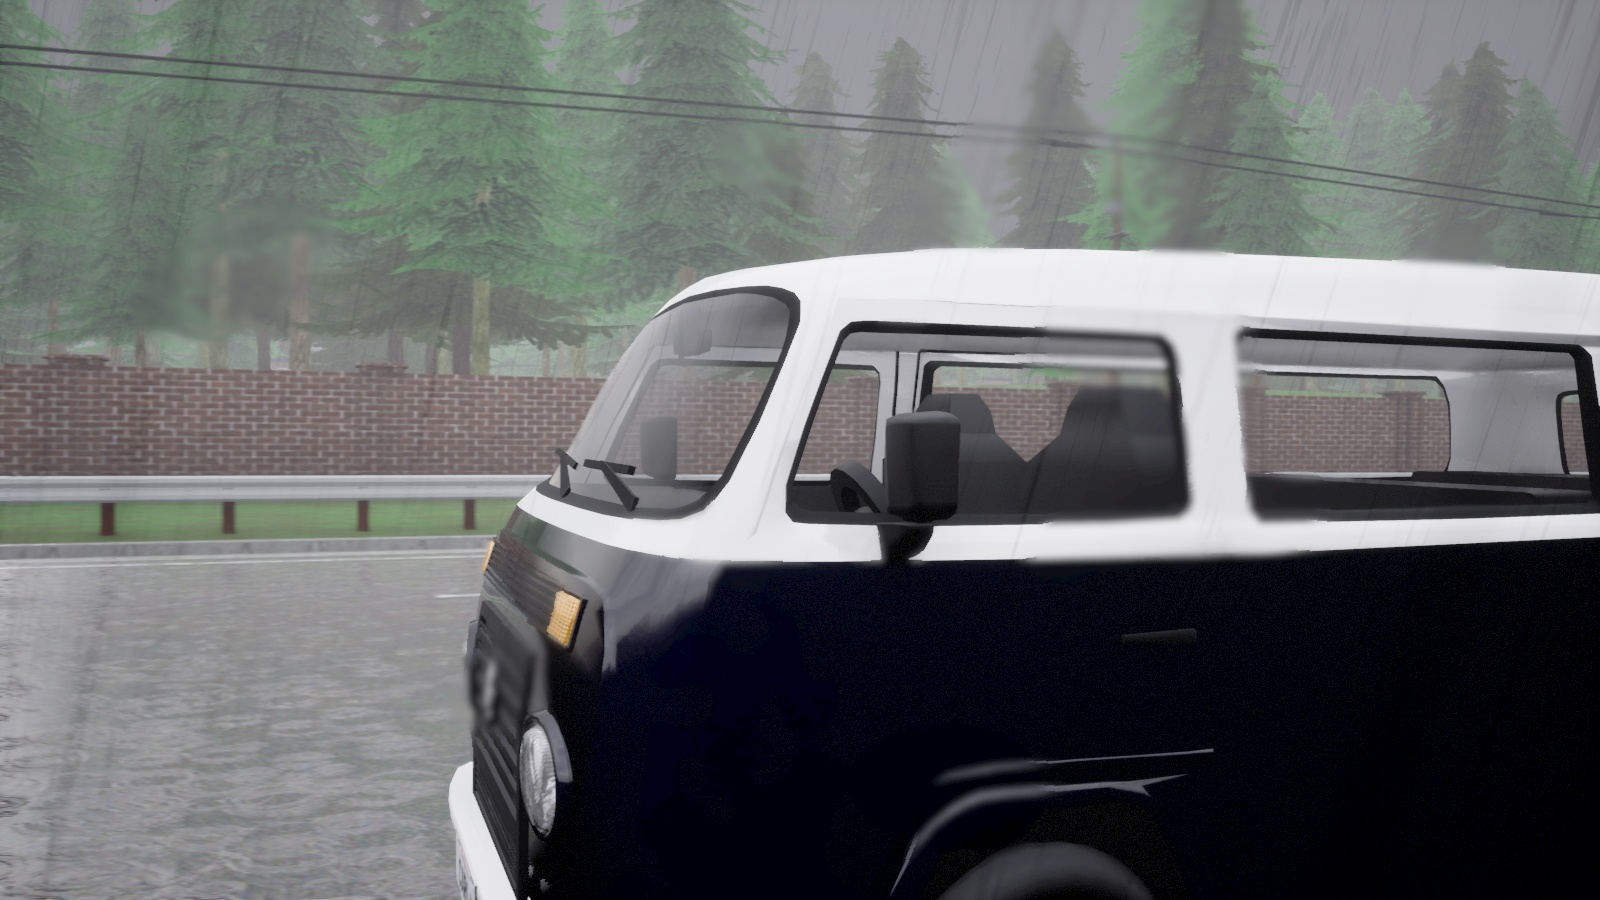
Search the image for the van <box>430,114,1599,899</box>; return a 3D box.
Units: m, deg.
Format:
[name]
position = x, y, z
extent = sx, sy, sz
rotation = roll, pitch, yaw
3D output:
[van]
position = 1.324, 0.446, 3.739
extent = 4.480, 2.038, 2.069
rotation = -1, 1, -21
